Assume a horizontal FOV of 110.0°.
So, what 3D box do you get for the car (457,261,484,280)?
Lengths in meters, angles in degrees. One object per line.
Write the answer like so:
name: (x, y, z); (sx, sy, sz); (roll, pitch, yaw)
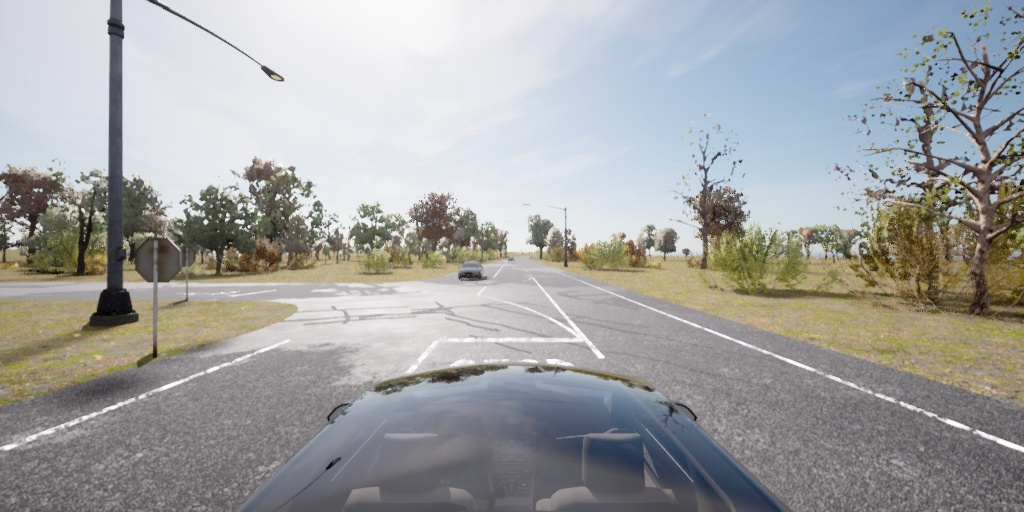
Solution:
car: (-3.401, 1.213, 30.301); (1.837, 1.490, 4.892); (0, 0, 0)
